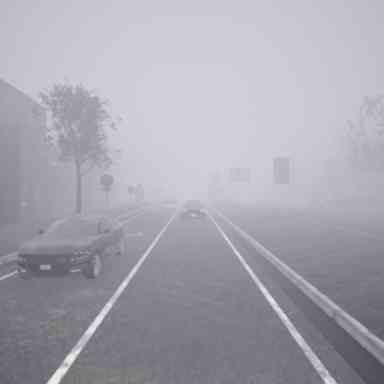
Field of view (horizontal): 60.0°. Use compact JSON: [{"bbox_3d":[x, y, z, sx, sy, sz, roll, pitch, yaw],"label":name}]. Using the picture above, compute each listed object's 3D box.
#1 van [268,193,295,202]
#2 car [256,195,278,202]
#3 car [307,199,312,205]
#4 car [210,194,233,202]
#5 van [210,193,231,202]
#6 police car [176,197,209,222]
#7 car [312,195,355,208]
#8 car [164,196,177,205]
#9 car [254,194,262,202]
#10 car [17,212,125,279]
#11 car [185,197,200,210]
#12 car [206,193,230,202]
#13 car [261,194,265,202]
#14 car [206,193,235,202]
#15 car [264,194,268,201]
[{"bbox_3d":[18.430,1.127,67.598,4.442,1.987,1.878,0,-1,0],"label":"van"},{"bbox_3d":[18.416,1.616,81.557,4.892,1.521,2.231,0,-2,-1],"label":"car"},{"bbox_3d":[18.684,1.327,46.803,4.674,1.452,2.002,0,0,0],"label":"car"},{"bbox_3d":[6.282,1.271,71.065,4.553,1.767,2.185,0,-1,0],"label":"car"},{"bbox_3d":[6.342,1.225,74.104,4.442,1.987,1.878,0,-1,0],"label":"van"},{"bbox_3d":[0.099,1.426,25.688,2.038,1.542,4.974,0,1,0],"label":"police car"},{"bbox_3d":[18.755,1.171,43.632,4.553,1.767,2.185,0,0,0],"label":"car"},{"bbox_3d":[-3.317,1.377,53.471,1.994,1.385,4.181,0,0,0],"label":"car"},{"bbox_3d":[18.428,1.294,78.772,5.566,2.045,2.435,0,-2,-1],"label":"car"},{"bbox_3d":[-3.349,1.443,10.102,1.882,1.535,5.008,0,0,0],"label":"car"},{"bbox_3d":[0.091,1.380,42.468,1.812,1.442,4.674,0,0,0],"label":"car"},{"bbox_3d":[6.197,1.328,80.295,5.566,2.045,2.435,0,-1,-1],"label":"car"},{"bbox_3d":[18.689,1.430,73.052,5.366,1.575,1.946,0,-1,0],"label":"car"},{"bbox_3d":[6.089,1.355,68.144,5.366,1.575,1.946,0,-1,0],"label":"car"},{"bbox_3d":[18.709,1.388,70.391,5.366,1.575,1.946,0,-1,0],"label":"car"}]
